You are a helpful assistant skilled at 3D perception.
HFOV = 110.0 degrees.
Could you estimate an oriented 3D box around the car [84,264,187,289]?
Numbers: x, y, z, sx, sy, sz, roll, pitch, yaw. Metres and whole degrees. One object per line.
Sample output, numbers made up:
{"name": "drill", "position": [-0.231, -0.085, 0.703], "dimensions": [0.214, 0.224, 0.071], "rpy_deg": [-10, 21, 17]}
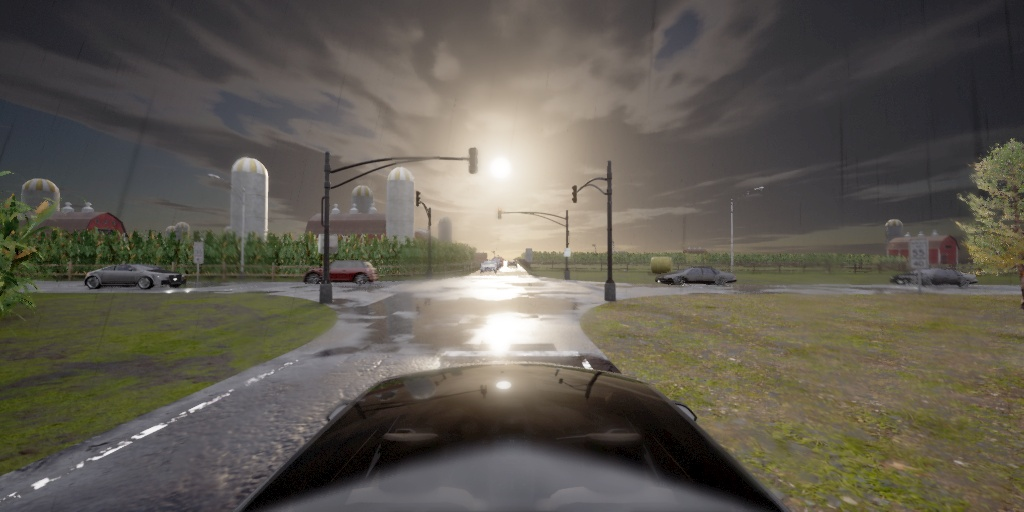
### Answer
{"name": "car", "position": [-20.965, 1.118, 20.094], "dimensions": [4.181, 1.385, 1.994], "rpy_deg": [0, -1, -3]}

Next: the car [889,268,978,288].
{"name": "car", "position": [32.079, 1.650, 27.313], "dimensions": [5.357, 1.411, 2.033], "rpy_deg": [1, -1, -4]}

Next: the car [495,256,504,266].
{"name": "car", "position": [-2.863, 1.298, 62.624], "dimensions": [1.882, 1.535, 5.008], "rpy_deg": [0, 0, 0]}

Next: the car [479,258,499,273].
{"name": "car", "position": [-2.799, 1.314, 43.446], "dimensions": [1.812, 1.442, 4.674], "rpy_deg": [0, 0, -1]}

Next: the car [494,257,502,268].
{"name": "car", "position": [-2.850, 1.328, 52.604], "dimensions": [1.812, 1.442, 4.674], "rpy_deg": [0, 0, 0]}

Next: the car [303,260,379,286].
{"name": "car", "position": [-11.568, 1.065, 24.355], "dimensions": [4.553, 1.767, 2.097], "rpy_deg": [1, -1, -3]}

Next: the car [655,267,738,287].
{"name": "car", "position": [13.378, 1.481, 26.181], "dimensions": [5.357, 1.411, 2.033], "rpy_deg": [0, -1, -1]}
